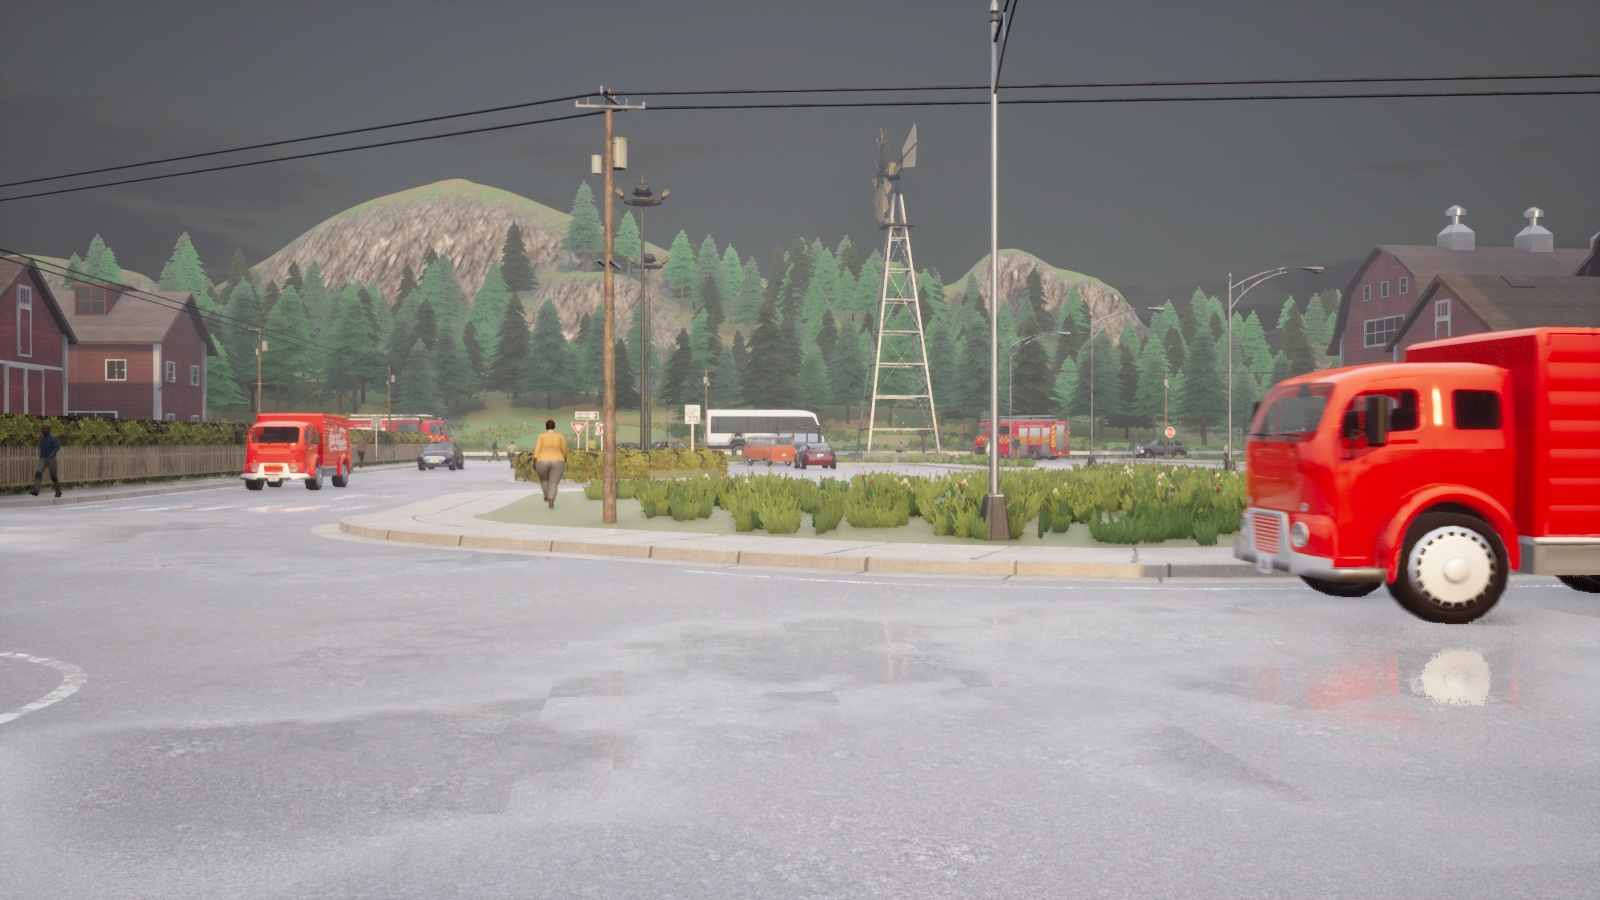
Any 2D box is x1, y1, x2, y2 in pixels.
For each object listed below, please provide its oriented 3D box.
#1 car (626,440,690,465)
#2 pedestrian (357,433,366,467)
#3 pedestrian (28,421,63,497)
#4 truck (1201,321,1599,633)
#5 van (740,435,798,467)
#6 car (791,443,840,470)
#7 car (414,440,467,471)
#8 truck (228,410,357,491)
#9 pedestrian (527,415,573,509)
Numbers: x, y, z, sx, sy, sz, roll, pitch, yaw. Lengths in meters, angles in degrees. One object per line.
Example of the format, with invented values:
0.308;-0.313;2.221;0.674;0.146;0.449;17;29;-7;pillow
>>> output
-9.536;0.160;84.459;3.988;1.617;1.851;0;0;9;car
-23.597;0.002;67.519;0.331;1.846;0.634;0;0;-7;pedestrian
-18.425;0.214;30.675;0.370;1.835;0.726;0;0;4;pedestrian
6.676;0.202;11.349;5.204;2.467;2.627;0;1;-2;truck
-2.026;0.043;80.650;1.775;1.987;4.442;0;0;-30;van
0.843;0.343;71.482;2.163;1.488;4.792;0;0;-7;car
-19.821;0.269;69.412;2.033;1.649;4.856;0;0;-7;car
-16.436;0.015;40.983;2.627;2.467;5.204;0;0;-7;truck
-5.075;0.235;25.451;0.874;1.855;0.900;0;0;-13;pedestrian
